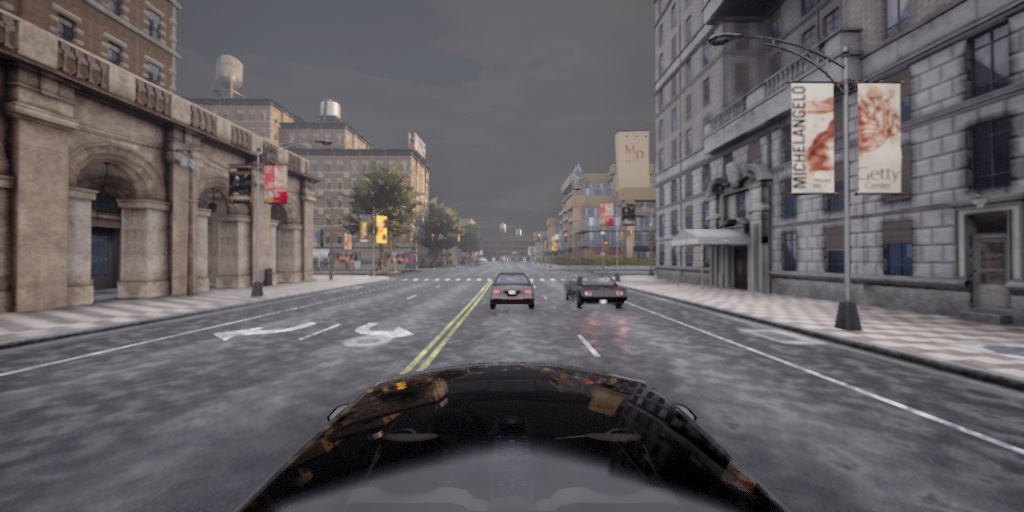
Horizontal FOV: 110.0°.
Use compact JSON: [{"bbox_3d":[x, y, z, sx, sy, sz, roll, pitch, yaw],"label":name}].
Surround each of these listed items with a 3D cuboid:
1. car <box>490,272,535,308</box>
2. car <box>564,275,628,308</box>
[{"bbox_3d":[0.001,1.427,15.834,2.033,1.411,5.357,0,0,0],"label":"car"},{"bbox_3d":[3.501,1.482,15.957,1.895,1.301,4.718,0,0,0],"label":"car"}]
